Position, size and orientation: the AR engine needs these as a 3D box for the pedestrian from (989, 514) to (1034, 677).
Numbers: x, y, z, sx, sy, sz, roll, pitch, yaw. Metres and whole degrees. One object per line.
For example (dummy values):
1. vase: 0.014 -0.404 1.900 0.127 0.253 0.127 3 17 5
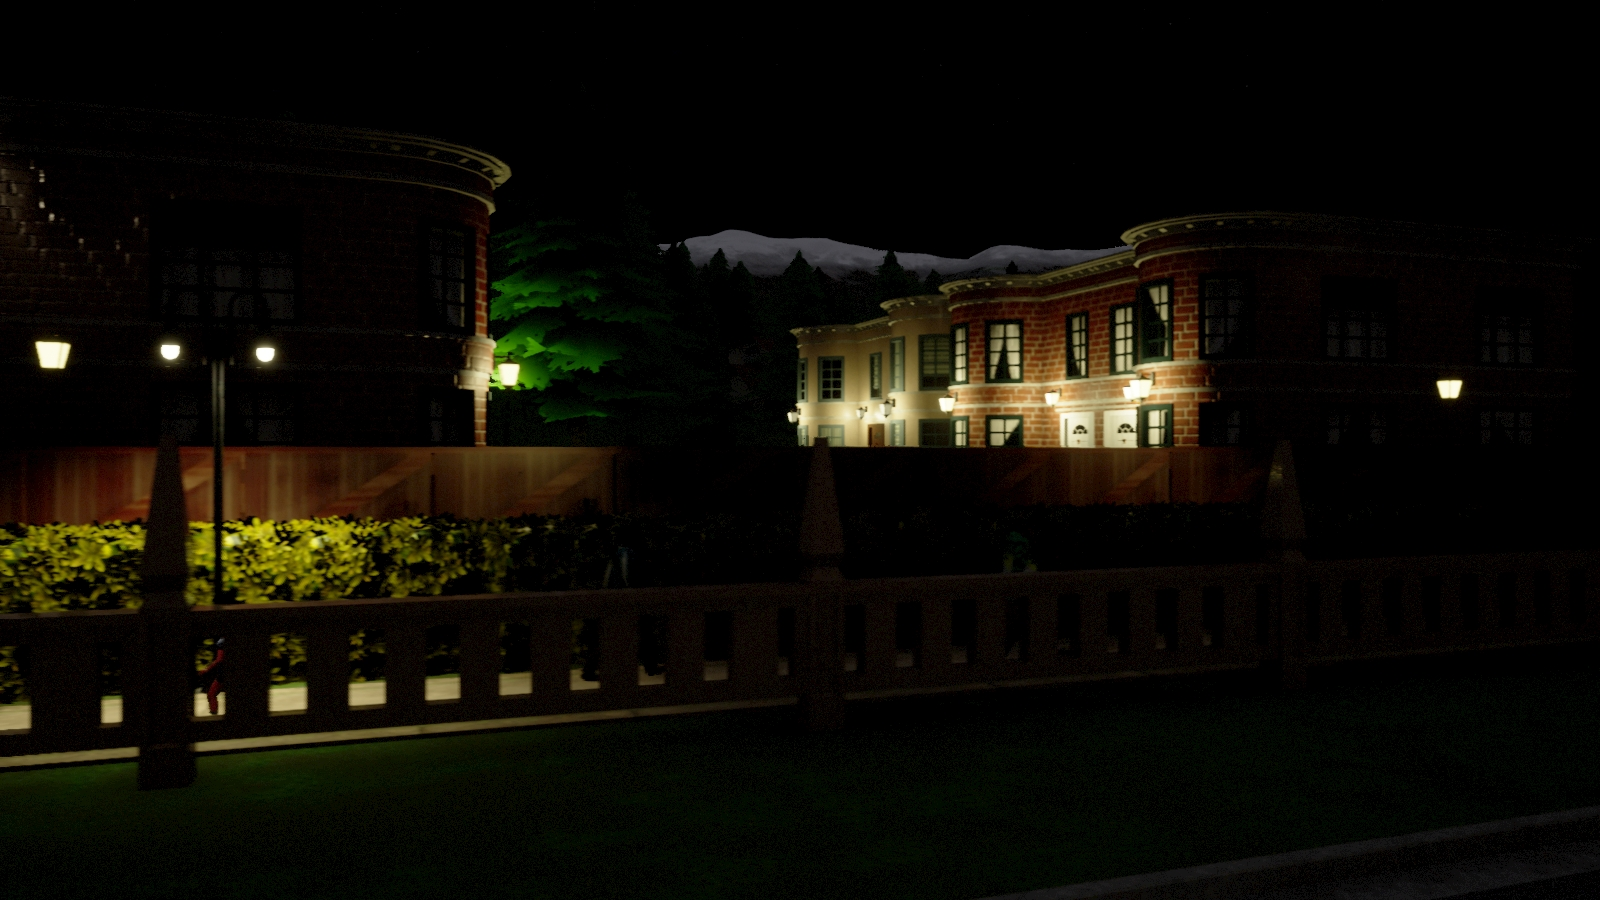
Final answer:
1. pedestrian: 2.492 1.699 13.481 0.375 1.860 0.375 0 0 -20

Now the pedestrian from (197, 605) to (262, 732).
1. pedestrian: -5.462 2.077 10.962 0.500 1.100 0.500 0 0 -20

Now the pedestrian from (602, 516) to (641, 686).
1. pedestrian: -2.026 1.696 12.965 0.375 1.860 0.375 0 0 -20
